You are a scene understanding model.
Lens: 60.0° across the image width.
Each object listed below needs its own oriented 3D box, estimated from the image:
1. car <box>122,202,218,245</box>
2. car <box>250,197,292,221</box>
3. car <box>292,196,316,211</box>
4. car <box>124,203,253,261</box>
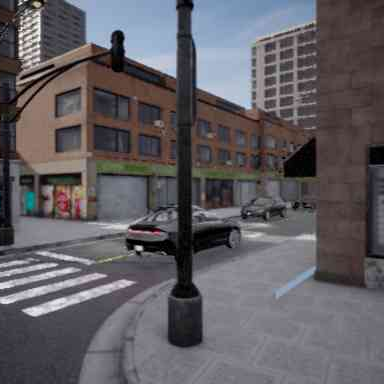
[{"bbox_3d":[-0.823,1.294,15.371,1.812,1.442,4.674,0,1,36],"label":"car"},{"bbox_3d":[5.086,1.118,23.395,1.837,1.490,4.892,0,1,36],"label":"car"},{"bbox_3d":[11.025,1.056,31.437,1.895,1.301,4.718,0,1,37],"label":"car"},{"bbox_3d":[-0.072,1.308,11.227,2.128,1.511,4.902,0,1,35],"label":"car"}]
